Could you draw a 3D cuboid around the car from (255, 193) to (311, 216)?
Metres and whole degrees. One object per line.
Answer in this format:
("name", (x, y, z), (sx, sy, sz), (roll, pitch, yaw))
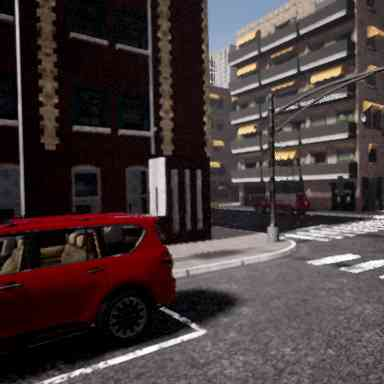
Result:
("car", (7.649, 0.987, 28.280), (2.192, 1.841, 5.009), (-2, 1, -36))

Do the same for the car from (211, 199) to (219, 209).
("car", (1.056, 1.200, 37.418), (1.752, 1.417, 4.829), (-2, 1, -36))

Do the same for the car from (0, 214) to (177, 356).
("car", (-2.569, 1.310, 4.753), (5.009, 1.841, 2.192), (-1, -1, -36))
